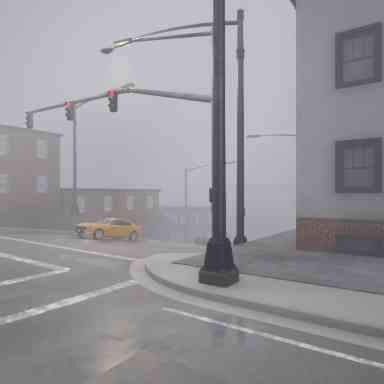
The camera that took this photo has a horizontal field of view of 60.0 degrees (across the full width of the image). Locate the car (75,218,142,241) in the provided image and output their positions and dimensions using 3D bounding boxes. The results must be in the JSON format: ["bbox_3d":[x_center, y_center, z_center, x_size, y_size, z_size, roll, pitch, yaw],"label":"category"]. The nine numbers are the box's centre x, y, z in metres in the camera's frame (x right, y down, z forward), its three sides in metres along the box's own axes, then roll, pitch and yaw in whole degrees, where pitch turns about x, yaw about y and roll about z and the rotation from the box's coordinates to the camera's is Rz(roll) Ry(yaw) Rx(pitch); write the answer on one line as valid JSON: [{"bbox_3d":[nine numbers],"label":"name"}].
[{"bbox_3d":[-5.668,2.541,23.090,1.882,1.535,5.008,0,-9,37],"label":"car"}]

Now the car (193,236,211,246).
[{"bbox_3d":[2.081,5.112,33.906,1.895,1.301,4.718,0,-15,35],"label":"car"}]
